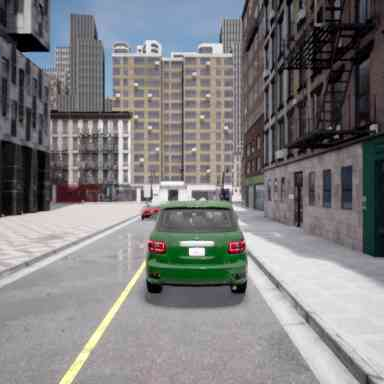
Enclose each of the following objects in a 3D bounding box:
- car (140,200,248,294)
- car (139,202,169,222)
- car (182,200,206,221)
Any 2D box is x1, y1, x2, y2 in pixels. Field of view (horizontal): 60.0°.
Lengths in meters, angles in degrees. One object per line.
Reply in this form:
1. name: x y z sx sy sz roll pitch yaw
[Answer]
1. car: 0.118 1.218 8.955 2.150 2.045 5.566 0 0 1
2. car: -3.023 1.580 27.377 1.895 1.301 4.718 0 0 0
3. car: 0.178 1.483 28.135 1.837 1.490 4.892 0 0 0
